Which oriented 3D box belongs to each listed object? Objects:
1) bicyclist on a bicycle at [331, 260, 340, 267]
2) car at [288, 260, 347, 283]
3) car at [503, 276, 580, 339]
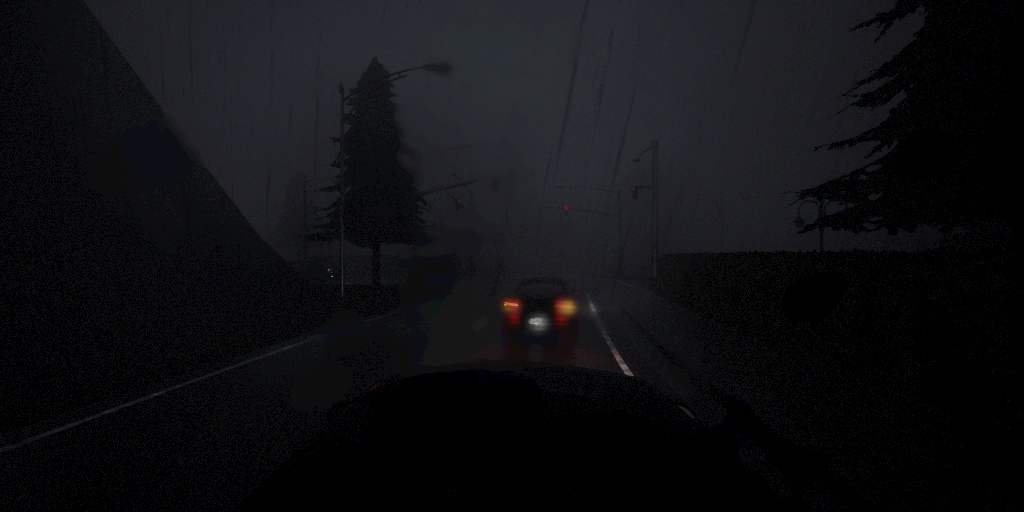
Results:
[{"bbox_3d":[-17.361,1.203,35.377,0.582,1.620,1.656,0,0,8],"label":"bicyclist on a bicycle"},{"bbox_3d":[-15.341,1.102,27.955,4.553,1.767,2.097,0,0,9],"label":"car"},{"bbox_3d":[0.921,1.276,10.097,1.812,1.442,4.674,0,0,9],"label":"car"}]
